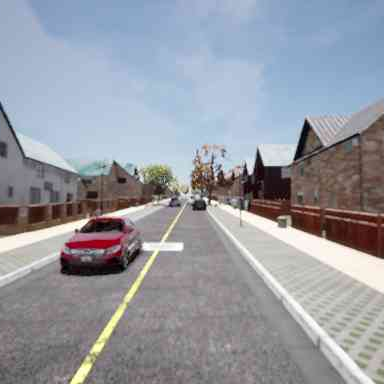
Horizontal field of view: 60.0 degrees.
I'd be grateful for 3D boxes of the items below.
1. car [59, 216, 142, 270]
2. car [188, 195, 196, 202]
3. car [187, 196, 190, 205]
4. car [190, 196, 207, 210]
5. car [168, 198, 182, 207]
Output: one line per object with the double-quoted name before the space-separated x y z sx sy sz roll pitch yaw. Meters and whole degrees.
"car" -2.854 1.569 11.342 1.812 1.442 4.674 0 0 0
"car" 0.035 1.582 77.739 1.882 1.535 5.008 0 0 0
"car" 0.029 1.737 63.634 1.812 1.442 4.674 0 0 0
"car" 0.983 1.627 44.867 1.882 1.535 5.008 0 0 0
"car" -2.781 1.704 54.052 1.812 1.442 4.674 0 0 1
